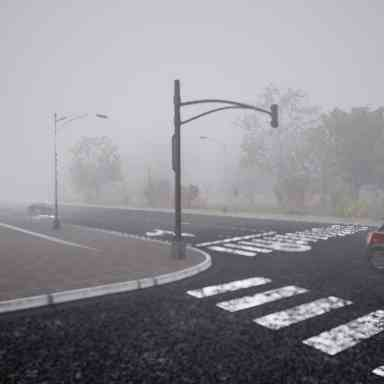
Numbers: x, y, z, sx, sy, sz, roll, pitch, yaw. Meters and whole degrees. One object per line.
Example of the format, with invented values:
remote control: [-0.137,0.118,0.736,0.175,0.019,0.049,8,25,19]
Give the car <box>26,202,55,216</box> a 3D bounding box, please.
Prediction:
car: [-16.656,1.831,36.509,1.994,1.385,4.181,-1,0,-41]

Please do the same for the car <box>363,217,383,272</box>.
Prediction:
car: [7.635,1.548,9.681,2.097,1.767,4.553,-1,0,-43]
